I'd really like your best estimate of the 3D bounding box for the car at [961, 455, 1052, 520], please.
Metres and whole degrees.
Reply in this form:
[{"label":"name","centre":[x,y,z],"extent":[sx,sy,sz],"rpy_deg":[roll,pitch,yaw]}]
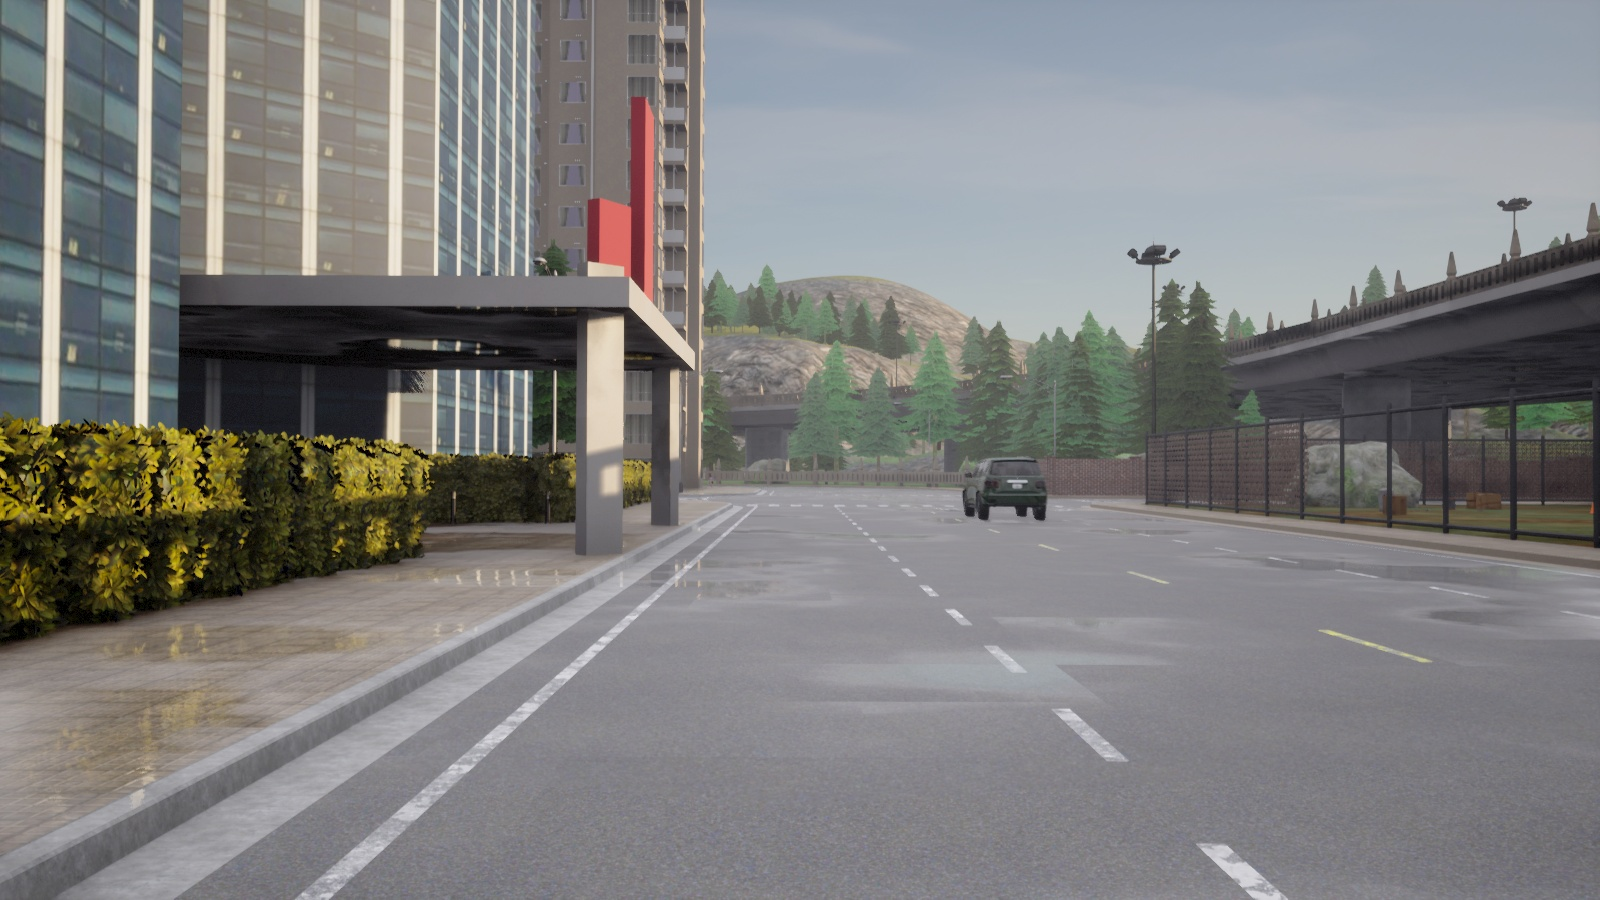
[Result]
[{"label":"car","centre":[6.885,1.224,42.475],"extent":[2.150,2.045,5.566],"rpy_deg":[0,-1,0]}]
